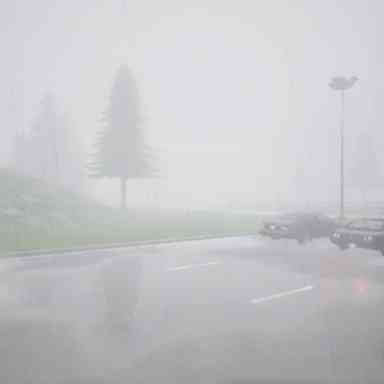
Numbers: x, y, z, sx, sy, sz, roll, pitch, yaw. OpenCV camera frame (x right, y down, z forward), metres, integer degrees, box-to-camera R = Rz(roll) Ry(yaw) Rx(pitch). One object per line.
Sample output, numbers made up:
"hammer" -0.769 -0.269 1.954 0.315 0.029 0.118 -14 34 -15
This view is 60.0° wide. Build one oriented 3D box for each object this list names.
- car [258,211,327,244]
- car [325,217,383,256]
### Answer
"car" 5.699 1.681 16.536 5.357 1.411 2.033 1 0 -35
"car" 7.829 1.735 13.755 4.718 1.301 1.895 1 0 -35
